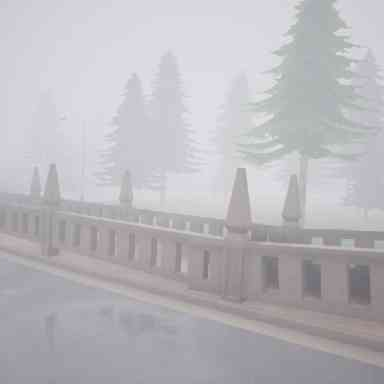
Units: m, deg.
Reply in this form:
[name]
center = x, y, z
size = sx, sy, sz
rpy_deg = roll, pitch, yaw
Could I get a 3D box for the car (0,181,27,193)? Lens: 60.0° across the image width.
[car]
center = -21.259, -0.474, 37.412
size = 1.882, 1.535, 5.008
rpy_deg = 4, 3, 37
